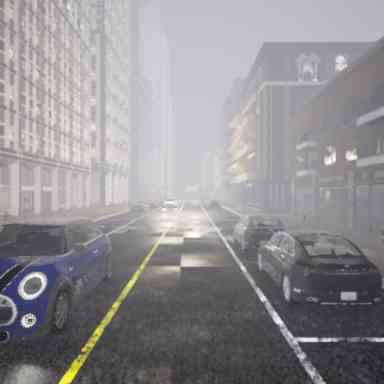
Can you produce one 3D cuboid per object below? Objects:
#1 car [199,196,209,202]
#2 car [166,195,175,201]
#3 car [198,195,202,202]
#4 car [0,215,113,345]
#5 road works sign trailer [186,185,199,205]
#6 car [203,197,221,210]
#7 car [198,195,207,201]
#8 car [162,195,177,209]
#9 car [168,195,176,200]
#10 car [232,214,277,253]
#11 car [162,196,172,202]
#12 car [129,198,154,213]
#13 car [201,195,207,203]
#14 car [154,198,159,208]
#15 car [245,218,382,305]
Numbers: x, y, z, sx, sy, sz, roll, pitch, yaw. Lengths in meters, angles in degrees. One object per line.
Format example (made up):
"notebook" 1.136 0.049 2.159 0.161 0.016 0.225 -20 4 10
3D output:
"car" 2.718 1.612 75.680 1.947 1.339 4.313 0 0 0
"car" -5.659 1.611 86.980 2.008 1.369 4.403 0 0 0
"car" 2.716 1.565 70.201 1.752 1.417 4.829 0 0 0
"car" -3.088 1.353 6.706 2.097 1.767 4.553 0 0 0
"road works sign trailer" 0.021 0.495 60.096 2.380 3.560 2.880 0 0 0
"car" 2.706 1.598 41.789 1.802 1.307 4.206 0 0 0
"car" 2.721 1.611 86.978 2.008 1.369 4.403 0 0 0
"car" -3.063 1.547 47.127 1.812 1.442 4.674 0 0 0
"car" -5.657 1.509 92.630 1.967 1.590 4.097 0 0 0
"car" 2.697 1.554 13.546 2.008 1.369 4.403 0 0 0
"car" -5.663 1.613 75.683 1.947 1.339 4.313 0 0 0
"car" -5.676 1.564 36.143 2.008 1.369 4.403 0 0 0
"car" 2.708 1.461 47.438 1.967 1.590 4.097 0 0 0
"car" -5.672 1.566 47.441 1.887 1.381 4.507 0 0 0
"car" 2.694 1.552 7.898 2.008 1.369 4.403 0 0 0
